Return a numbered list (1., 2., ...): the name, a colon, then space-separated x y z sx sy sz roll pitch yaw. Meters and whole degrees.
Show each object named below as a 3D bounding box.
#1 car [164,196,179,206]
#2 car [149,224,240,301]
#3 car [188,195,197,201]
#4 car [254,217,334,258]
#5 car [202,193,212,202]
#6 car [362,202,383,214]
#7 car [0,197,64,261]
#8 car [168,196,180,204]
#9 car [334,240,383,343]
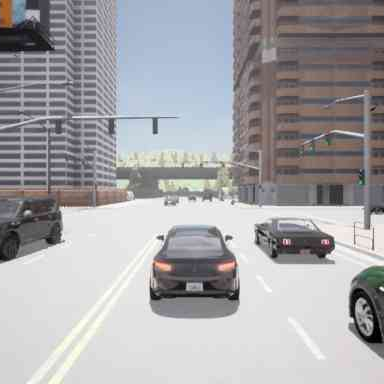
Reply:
1. car: -3.577 1.485 54.797 2.128 1.511 4.902 0 0 -1
2. car: 0.064 1.525 8.227 1.812 1.442 4.674 0 0 0
3. car: 0.033 1.416 77.270 1.837 1.490 4.892 0 0 0
4. car: 3.608 1.599 12.679 1.895 1.301 4.718 0 0 1
5. car: 3.534 1.216 77.979 2.150 2.045 5.566 0 0 0
6. car: 19.971 1.597 33.697 4.718 1.301 1.895 0 0 1
7. car: -6.873 1.220 12.626 2.150 2.045 5.566 0 0 3
8. car: -3.513 1.484 65.201 2.128 1.511 4.902 0 0 1
9. car: 3.602 1.352 3.594 2.097 1.767 4.553 0 0 0
